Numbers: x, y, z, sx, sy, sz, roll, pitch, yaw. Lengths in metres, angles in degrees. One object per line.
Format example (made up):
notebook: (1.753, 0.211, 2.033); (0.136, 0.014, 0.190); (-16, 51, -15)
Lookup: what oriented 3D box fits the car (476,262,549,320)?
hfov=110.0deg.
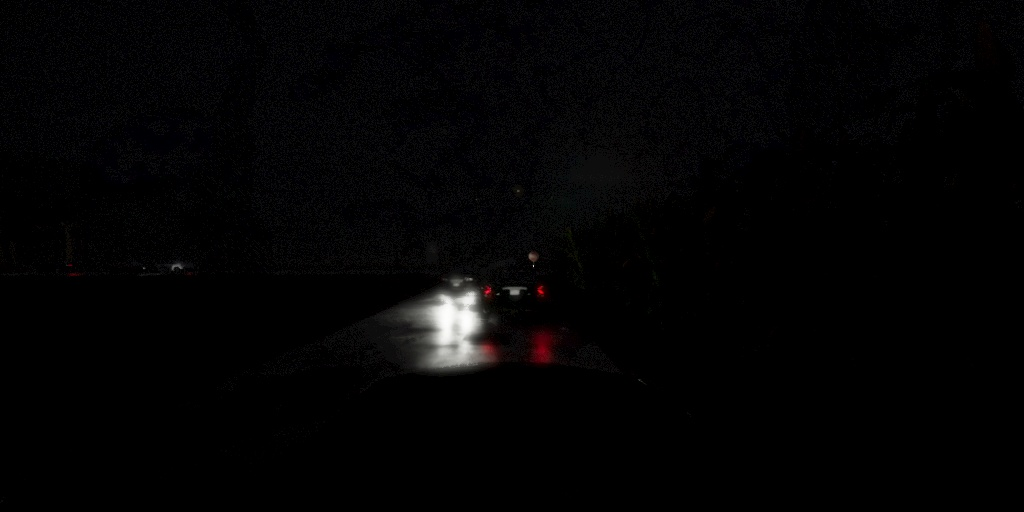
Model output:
car: (0.085, 1.072, 12.639); (2.097, 1.767, 4.553); (0, 0, 0)

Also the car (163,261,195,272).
car: (-42.944, 1.303, 45.424); (4.674, 1.442, 1.812); (0, 2, 0)

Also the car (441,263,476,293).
car: (-2.827, 1.194, 20.679); (2.128, 1.511, 4.902); (0, 0, 0)

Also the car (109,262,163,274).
car: (-45.019, 1.400, 42.612); (4.674, 1.442, 1.812); (-1, 2, 0)
